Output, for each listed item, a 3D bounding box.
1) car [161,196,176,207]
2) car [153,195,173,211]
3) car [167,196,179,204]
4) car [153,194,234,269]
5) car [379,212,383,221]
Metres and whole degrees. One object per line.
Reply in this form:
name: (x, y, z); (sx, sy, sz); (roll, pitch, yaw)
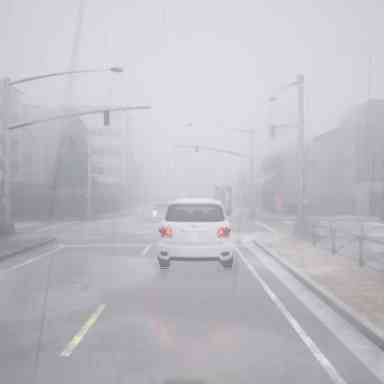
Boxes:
car: (-3.625, 1.465, 52.179); (2.128, 1.511, 4.902); (0, 0, 0)
car: (-3.632, 1.331, 41.797); (2.097, 1.767, 4.553); (0, 0, 0)
car: (-3.564, 1.516, 62.816); (2.033, 1.411, 5.357); (0, 0, 0)
car: (0.191, 1.217, 11.304); (2.150, 2.045, 5.566); (0, 0, 3)
car: (16.695, 1.728, 25.444); (4.181, 1.385, 1.994); (0, 0, 0)
